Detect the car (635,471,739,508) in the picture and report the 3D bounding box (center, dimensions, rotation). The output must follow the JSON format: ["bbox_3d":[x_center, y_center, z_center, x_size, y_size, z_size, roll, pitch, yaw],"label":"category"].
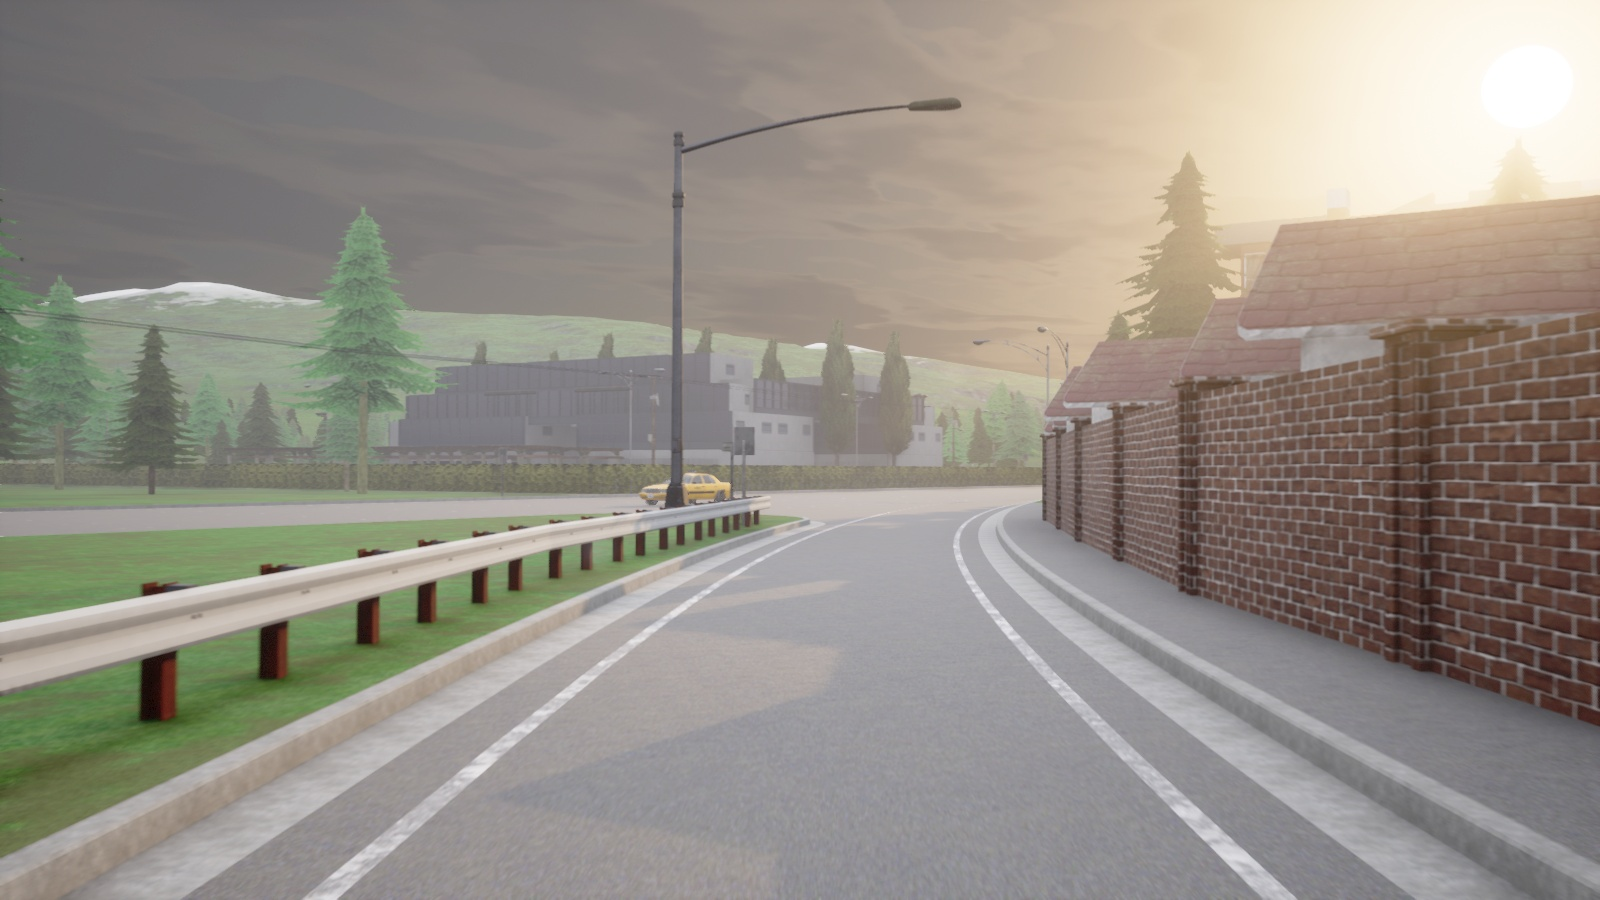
[{"bbox_3d":[-4.999,1.719,56.529,1.801,1.575,5.366,-1,-1,31],"label":"car"}]
